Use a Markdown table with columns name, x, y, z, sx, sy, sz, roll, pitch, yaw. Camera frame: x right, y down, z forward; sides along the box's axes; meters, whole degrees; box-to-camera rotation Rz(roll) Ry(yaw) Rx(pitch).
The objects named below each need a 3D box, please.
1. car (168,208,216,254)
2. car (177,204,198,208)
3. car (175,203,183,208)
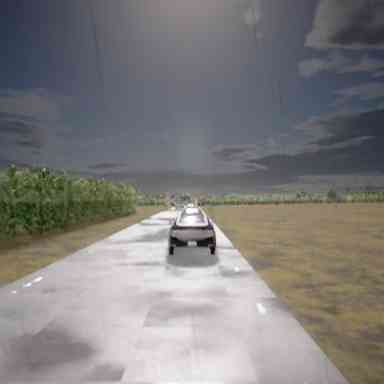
| name | x | y | z | sx | sy | sz | roll | pitch | yaw |
| --- | --- | --- | --- | --- | --- | --- | --- | --- | --- |
| car | 0.010 | 1.670 | 14.314 | 2.128 | 1.511 | 4.902 | 0 | -1 | 0 |
| car | 0.016 | 1.988 | 29.289 | 1.994 | 1.385 | 4.181 | 0 | -1 | 0 |
| car | -2.719 | 2.938 | 70.995 | 1.895 | 1.301 | 4.718 | 0 | -2 | 0 |
